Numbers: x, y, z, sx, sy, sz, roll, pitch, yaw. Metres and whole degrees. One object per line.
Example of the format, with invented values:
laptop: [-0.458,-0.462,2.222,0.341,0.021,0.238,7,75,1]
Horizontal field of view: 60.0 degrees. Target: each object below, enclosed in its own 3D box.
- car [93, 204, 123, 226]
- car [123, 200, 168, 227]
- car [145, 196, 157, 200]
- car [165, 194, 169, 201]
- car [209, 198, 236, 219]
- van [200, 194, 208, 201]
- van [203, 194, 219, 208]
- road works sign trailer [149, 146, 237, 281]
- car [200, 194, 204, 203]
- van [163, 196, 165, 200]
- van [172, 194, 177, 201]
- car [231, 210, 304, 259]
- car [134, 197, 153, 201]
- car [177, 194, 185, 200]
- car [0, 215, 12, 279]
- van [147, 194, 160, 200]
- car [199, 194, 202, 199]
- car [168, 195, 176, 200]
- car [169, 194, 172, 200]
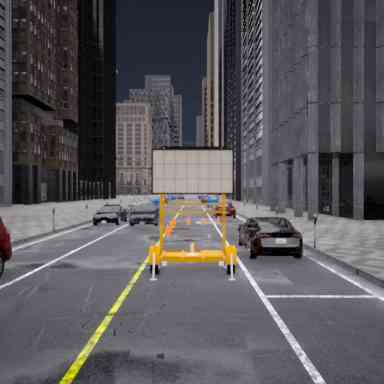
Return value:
car: [-5.712,1.564,23.749,1.947,1.339,4.313,0,0,0]
car: [-3.048,1.546,23.025,2.033,1.411,5.357,0,0,0]
car: [-5.675,1.522,40.501,1.752,1.417,4.829,0,0,0]
car: [-5.637,1.436,57.593,1.967,1.590,4.097,0,0,0]
car: [2.825,1.543,29.375,1.887,1.381,4.507,0,0,0]
van: [2.939,1.333,80.141,1.690,1.788,3.998,0,0,0]
van: [2.863,1.338,46.297,1.690,1.788,3.998,0,0,0]
road works sign trailer: [0.022,0.464,9.845,2.380,3.560,2.880,0,0,0]
car: [2.901,1.577,63.219,1.802,1.307,4.206,0,0,0]
van: [-5.650,1.337,51.953,1.690,1.788,3.998,0,0,0]
van: [-5.574,1.332,85.798,1.690,1.788,3.998,0,0,0]
car: [2.788,1.565,12.453,1.947,1.339,4.313,0,0,0]
car: [-5.687,1.548,35.031,2.008,1.369,4.403,0,0,0]
car: [-2.799,1.538,89.744,2.033,1.411,5.357,0,0,0]
car: [-5.751,1.315,6.827,2.192,1.841,5.009,0,0,0]
van: [-5.663,1.338,46.312,1.690,1.788,3.998,0,0,0]
car: [2.914,1.576,68.860,1.802,1.307,4.206,0,0,0]
car: [-5.561,1.535,91.439,1.887,1.381,4.507,0,0,0]
car: [-5.625,1.310,63.235,2.192,1.841,5.009,0,0,0]
